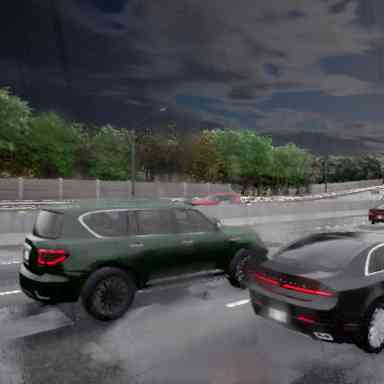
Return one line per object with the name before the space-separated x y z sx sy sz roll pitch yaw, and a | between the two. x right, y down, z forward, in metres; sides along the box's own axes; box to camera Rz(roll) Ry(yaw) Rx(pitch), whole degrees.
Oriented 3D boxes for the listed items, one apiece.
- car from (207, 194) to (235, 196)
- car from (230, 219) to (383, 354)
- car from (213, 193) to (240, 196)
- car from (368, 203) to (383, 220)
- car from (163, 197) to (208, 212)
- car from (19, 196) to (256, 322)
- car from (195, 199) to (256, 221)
car | -1.407 1.209 11.336 5.566 2.045 2.150 0 0 -35
car | 3.189 1.493 6.139 4.892 1.490 1.837 0 0 -35
car | 2.333 1.148 31.374 5.566 2.045 2.150 0 0 -35
car | 13.645 1.387 22.002 5.008 1.535 1.882 0 0 -35
car | -0.689 1.397 37.800 5.008 1.535 1.882 0 0 -35
car | -0.765 1.215 7.497 5.566 2.045 2.150 0 0 -35
car | 2.861 1.410 27.465 5.008 1.535 1.882 0 0 -35
